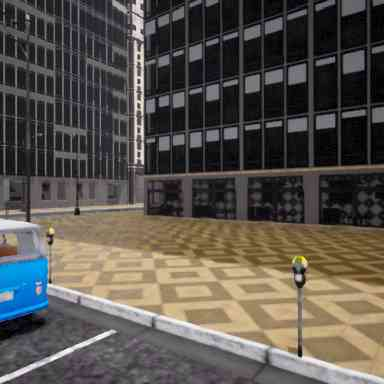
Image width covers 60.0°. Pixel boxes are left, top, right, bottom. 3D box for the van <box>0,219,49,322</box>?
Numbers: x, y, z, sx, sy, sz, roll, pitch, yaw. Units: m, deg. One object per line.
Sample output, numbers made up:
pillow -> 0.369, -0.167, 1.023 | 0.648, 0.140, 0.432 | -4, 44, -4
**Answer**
van -> -4.317, 1.338, 6.058 | 3.998, 1.788, 1.690 | 0, 0, 36
